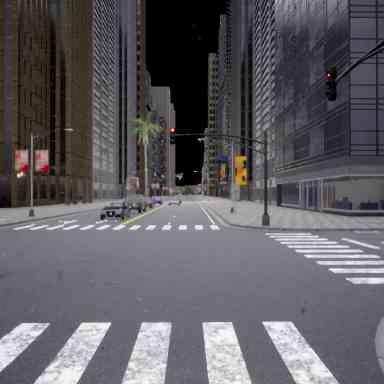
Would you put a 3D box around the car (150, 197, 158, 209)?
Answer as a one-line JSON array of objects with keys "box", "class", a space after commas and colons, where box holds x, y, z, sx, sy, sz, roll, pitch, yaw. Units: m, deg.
[{"box": [-6.664, 1.482, 48.428, 2.097, 1.767, 4.553, 0, 0, 0], "class": "car"}]

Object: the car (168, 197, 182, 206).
[{"box": [-3.241, 1.781, 59.847, 1.895, 1.301, 4.718, 0, 0, 0], "class": "car"}]

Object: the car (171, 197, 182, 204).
[{"box": [-3.255, 1.788, 69.742, 1.994, 1.385, 4.181, 0, 0, 0], "class": "car"}]

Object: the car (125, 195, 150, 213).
[{"box": [-6.657, 1.314, 38.499, 2.150, 2.045, 5.566, 0, 0, 0], "class": "car"}]

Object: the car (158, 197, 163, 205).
[{"box": [-6.603, 1.672, 62.851, 1.882, 1.535, 5.008, 0, -1, 0], "class": "car"}]

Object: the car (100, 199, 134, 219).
[{"box": [-6.642, 1.627, 29.175, 1.994, 1.385, 4.181, 0, 0, 0], "class": "car"}]
